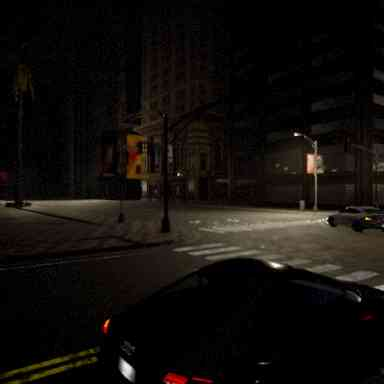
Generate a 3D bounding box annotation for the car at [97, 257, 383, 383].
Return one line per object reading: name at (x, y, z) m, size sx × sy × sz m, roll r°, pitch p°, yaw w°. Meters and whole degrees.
car at (0.997, 1.567, 4.224) m, size 4.181 × 1.385 × 1.994 m, roll 0°, pitch 0°, yaw -38°

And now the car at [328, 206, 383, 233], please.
car at (9.893, 1.548, 19.732) m, size 1.812 × 1.442 × 4.674 m, roll 1°, pitch 0°, yaw -5°
